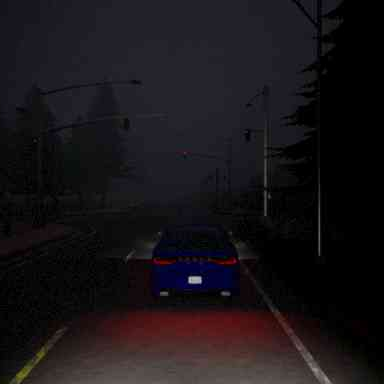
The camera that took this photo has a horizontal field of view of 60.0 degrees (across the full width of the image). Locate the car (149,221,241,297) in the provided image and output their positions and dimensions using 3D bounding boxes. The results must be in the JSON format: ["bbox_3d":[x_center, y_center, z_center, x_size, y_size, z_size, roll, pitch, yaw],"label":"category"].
[{"bbox_3d":[0.079,1.477,8.626,1.882,1.535,5.008,0,0,1],"label":"car"}]

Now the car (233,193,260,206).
[{"bbox_3d":[8.546,1.141,52.089,3.866,1.878,1.905,0,0,0],"label":"car"}]

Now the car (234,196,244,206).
[{"bbox_3d":[8.956,1.139,49.578,4.605,1.855,1.932,0,0,0],"label":"car"}]
